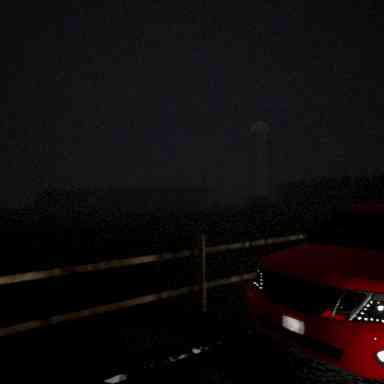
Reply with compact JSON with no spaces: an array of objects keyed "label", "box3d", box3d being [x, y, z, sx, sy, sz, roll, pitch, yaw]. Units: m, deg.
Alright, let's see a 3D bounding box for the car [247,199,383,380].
[{"label":"car","box3d":[3.429,1.159,5.476,5.566,2.045,2.150,-1,0,-35]}]
